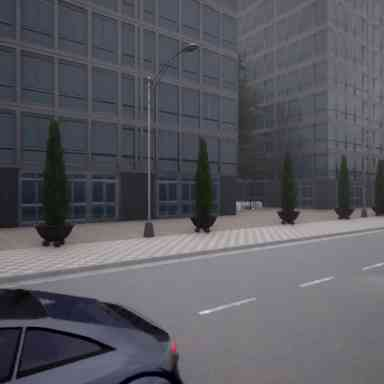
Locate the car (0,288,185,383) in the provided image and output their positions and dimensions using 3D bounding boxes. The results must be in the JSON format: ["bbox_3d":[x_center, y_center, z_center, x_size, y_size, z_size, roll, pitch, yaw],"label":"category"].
[{"bbox_3d":[-2.092,1.564,2.471,4.181,1.385,1.994,0,0,-36],"label":"car"}]
